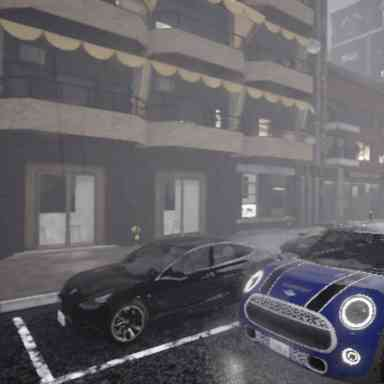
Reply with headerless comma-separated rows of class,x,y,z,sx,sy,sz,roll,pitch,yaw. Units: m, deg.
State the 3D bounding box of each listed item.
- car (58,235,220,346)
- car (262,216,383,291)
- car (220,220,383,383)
car,-0.232,1.562,6.379,4.313,1.339,1.947,0,1,-35
car,4.303,1.539,9.612,4.403,1.369,2.008,0,1,-35
car,2.921,1.346,5.460,4.553,1.767,2.097,0,0,-35
